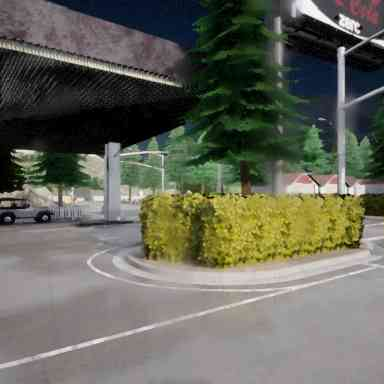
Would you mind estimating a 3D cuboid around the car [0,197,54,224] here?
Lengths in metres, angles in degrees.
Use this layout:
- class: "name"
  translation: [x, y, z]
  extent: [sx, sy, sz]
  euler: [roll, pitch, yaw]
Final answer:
- class: "car"
  translation: [-11.962, 1.313, 23.485]
  extent: [3.866, 1.878, 1.905]
  euler: [0, 0, -36]
